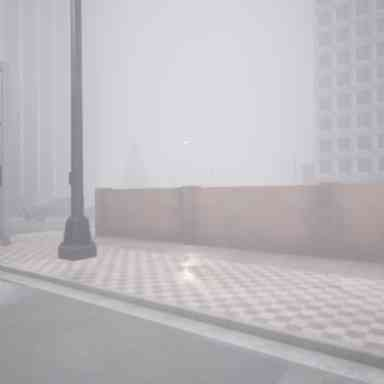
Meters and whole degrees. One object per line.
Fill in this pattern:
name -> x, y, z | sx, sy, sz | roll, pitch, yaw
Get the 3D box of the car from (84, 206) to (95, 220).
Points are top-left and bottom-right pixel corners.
car -> -7.936, 1.837, 30.600 | 1.994, 1.385, 4.181 | -1, 0, 35

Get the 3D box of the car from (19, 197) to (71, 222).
car -> -12.655, 1.536, 30.317 | 2.150, 2.045, 5.566 | -1, 0, 35

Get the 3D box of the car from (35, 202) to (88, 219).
car -> -13.616, 1.832, 35.035 | 1.882, 1.535, 5.008 | -1, 0, 35
